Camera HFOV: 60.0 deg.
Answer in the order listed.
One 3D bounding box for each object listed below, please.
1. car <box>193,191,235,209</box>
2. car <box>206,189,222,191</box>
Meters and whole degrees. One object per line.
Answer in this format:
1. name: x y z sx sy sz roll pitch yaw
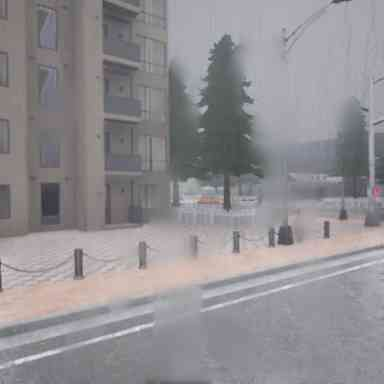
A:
1. car: 2.647 1.040 36.509 2.097 1.767 4.553 -1 1 -37
2. car: 5.350 0.296 92.677 1.932 1.855 4.605 -1 1 -37
